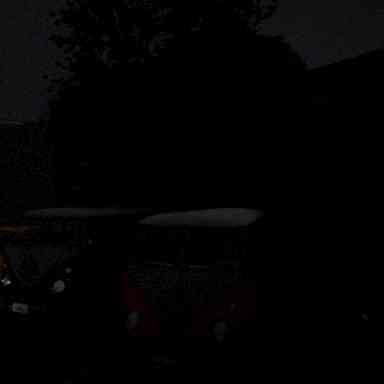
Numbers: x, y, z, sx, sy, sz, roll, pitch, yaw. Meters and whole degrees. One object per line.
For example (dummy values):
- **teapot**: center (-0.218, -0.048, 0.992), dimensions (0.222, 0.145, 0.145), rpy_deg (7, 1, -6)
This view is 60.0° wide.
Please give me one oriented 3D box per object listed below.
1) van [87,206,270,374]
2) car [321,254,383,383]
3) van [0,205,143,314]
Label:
- **van**: center (0.345, 1.283, 5.670), dimensions (1.878, 1.987, 4.442), rpy_deg (0, -1, 16)
- **car**: center (2.822, 1.487, 4.011), dimensions (2.231, 1.521, 4.892), rpy_deg (0, -1, 16)
- **van**: center (-2.116, 1.307, 7.434), dimensions (1.878, 1.987, 4.442), rpy_deg (0, -1, 16)
